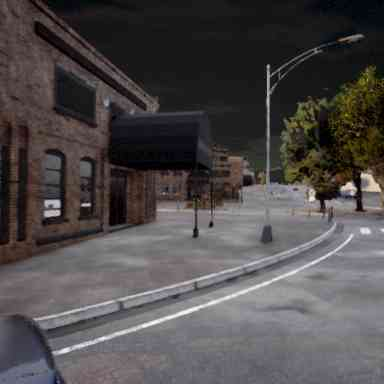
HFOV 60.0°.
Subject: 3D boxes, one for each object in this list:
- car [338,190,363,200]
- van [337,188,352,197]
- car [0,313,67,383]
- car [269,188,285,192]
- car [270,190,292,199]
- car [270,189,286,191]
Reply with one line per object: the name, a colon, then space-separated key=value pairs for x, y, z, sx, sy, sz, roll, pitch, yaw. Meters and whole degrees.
car: x=40.056 y=1.033 z=83.012 sx=5.008 sy=1.535 sz=2.097 roll=0 pitch=4 yaw=-7
van: x=40.843 y=0.606 z=85.929 sx=4.442 sy=1.987 sz=1.878 roll=0 pitch=4 yaw=-7
car: x=-3.413 y=1.574 z=1.600 sx=5.357 sy=1.411 sz=2.033 roll=0 pitch=0 yaw=-35
car: x=24.229 y=0.469 z=90.439 sx=4.553 sy=1.767 sz=2.185 roll=-2 pitch=4 yaw=-9
car: x=23.091 y=1.033 z=84.667 sx=4.674 sy=1.452 sz=2.002 roll=-2 pitch=3 yaw=-9
car: x=23.674 y=0.822 z=87.564 sx=4.792 sy=1.488 sz=2.163 roll=-2 pitch=4 yaw=-9
